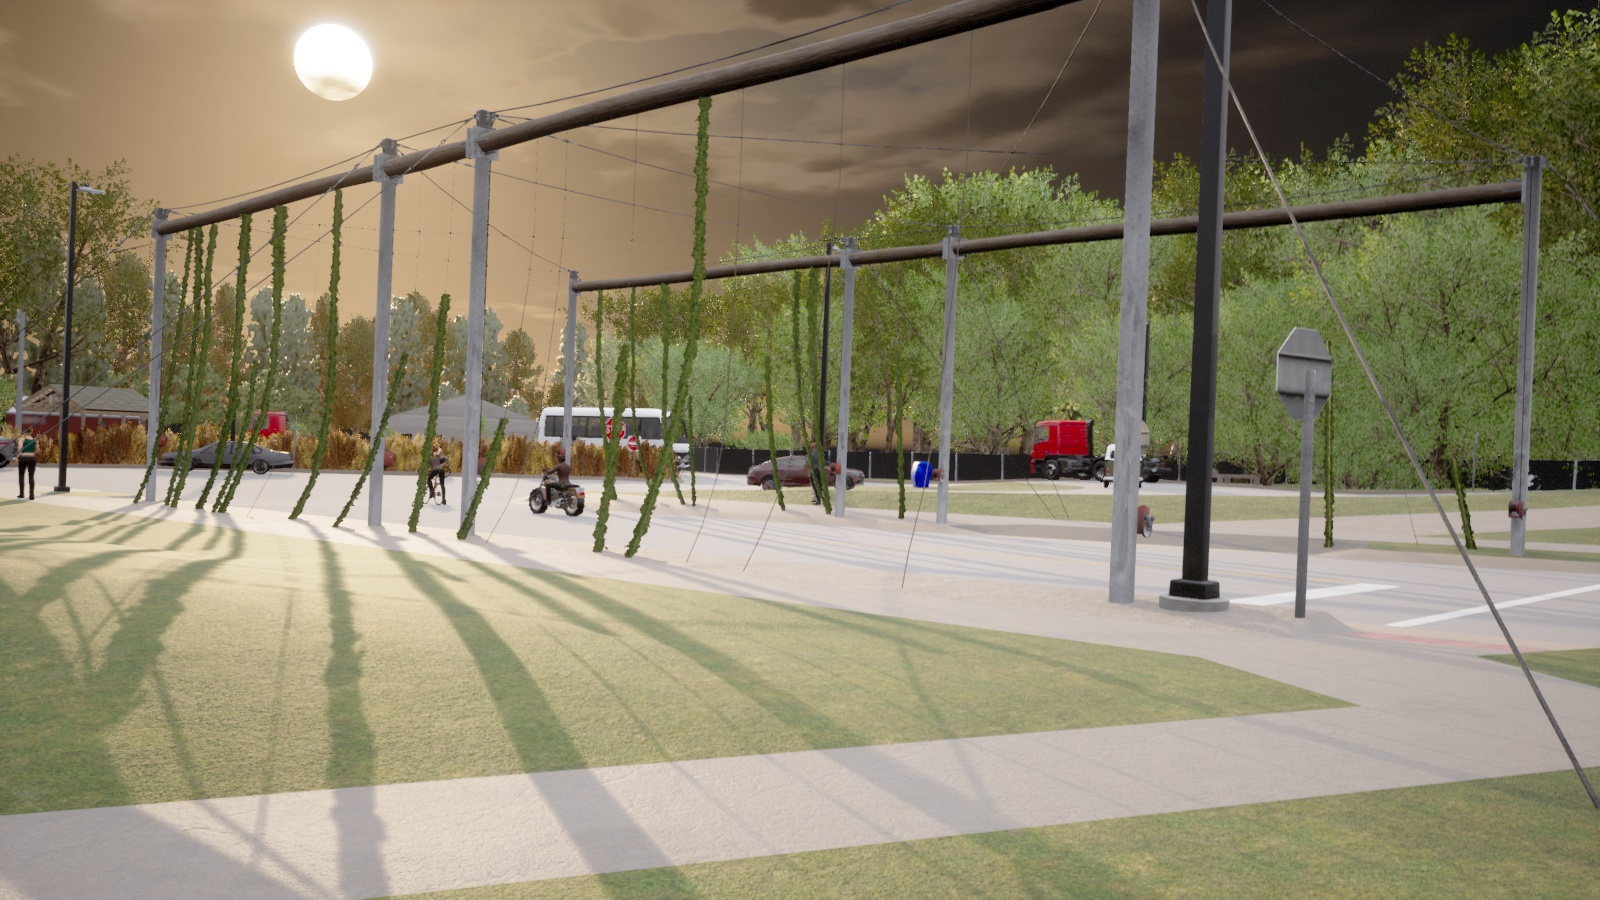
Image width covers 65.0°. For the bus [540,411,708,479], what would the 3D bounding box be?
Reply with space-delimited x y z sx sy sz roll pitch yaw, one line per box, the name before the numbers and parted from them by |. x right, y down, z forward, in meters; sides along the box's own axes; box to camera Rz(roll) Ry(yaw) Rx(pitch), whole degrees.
bus | -11.475 -0.350 81.784 10.273 4.253 3.944 0 1 22

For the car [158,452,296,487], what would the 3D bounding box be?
car | -24.990 0.841 55.003 5.357 1.411 2.033 1 1 -20

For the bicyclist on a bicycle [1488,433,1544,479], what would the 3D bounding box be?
bicyclist on a bicycle | 29.636 0.263 52.012 1.843 1.776 0.659 -4 -2 22

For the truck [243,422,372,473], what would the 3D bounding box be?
truck | -34.033 -0.183 87.105 7.936 3.462 2.891 0 1 -13

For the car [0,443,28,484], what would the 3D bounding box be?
car | -34.778 0.576 51.453 5.027 1.651 2.152 -1 1 -20

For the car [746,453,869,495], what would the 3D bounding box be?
car | 0.323 0.946 49.690 4.674 1.442 1.812 -2 -1 5

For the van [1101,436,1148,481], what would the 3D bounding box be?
van | 15.302 0.395 59.340 2.069 2.038 4.480 -1 0 14

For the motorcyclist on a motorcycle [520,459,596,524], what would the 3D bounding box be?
motorcyclist on a motorcycle | -6.380 1.064 33.081 2.350 1.649 0.766 -1 -1 45

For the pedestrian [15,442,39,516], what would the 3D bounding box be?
pedestrian | -19.286 0.714 31.328 0.594 1.836 0.345 1 0 44

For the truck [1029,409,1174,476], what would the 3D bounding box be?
truck | 16.310 -0.362 68.537 2.891 3.462 7.936 0 0 -32

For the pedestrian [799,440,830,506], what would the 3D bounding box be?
pedestrian | 0.423 0.659 36.144 0.540 1.848 0.694 1 0 -43
